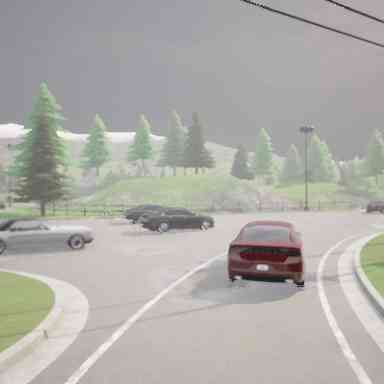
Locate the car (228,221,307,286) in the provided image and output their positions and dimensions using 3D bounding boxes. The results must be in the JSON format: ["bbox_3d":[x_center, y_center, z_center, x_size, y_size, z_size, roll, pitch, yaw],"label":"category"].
[{"bbox_3d":[2.348,1.589,9.951,1.882,1.535,5.008,0,0,17],"label":"car"}]

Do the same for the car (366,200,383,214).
[{"bbox_3d":[24.921,1.862,43.353,4.553,1.767,2.097,1,-1,-29],"label":"car"}]

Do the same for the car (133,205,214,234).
[{"bbox_3d":[-0.891,1.725,20.797,4.892,1.490,1.837,1,-1,-29],"label":"car"}]

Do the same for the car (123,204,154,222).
[{"bbox_3d":[-3.196,1.792,27.532,4.892,1.490,1.837,1,-1,-29],"label":"car"}]

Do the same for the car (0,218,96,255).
[{"bbox_3d":[-6.464,1.735,13.645,4.718,1.301,1.895,0,-1,-29],"label":"car"}]

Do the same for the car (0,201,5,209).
[{"bbox_3d":[-31.660,2.060,53.801,2.033,1.411,5.357,1,-1,-40],"label":"car"}]
